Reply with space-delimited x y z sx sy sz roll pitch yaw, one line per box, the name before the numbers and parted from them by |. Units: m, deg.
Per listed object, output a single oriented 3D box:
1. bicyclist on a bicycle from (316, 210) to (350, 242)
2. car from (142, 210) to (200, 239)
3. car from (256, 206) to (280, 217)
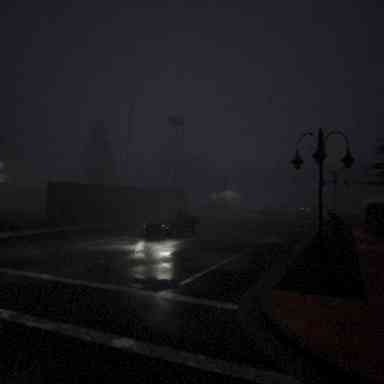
bicyclist on a bicycle | 7.412 1.782 17.524 1.656 1.620 0.582 0 -1 25
car | -1.132 1.875 20.422 1.882 1.535 5.008 0 -1 25
car | 10.557 2.665 46.435 1.994 1.385 4.181 1 -1 -14
